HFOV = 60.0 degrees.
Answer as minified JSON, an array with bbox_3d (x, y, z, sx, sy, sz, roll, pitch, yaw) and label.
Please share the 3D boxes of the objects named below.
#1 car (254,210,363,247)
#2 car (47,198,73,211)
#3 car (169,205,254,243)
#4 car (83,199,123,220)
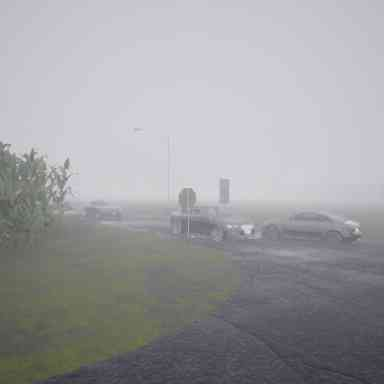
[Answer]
[{"bbox_3d":[5.241,1.513,14.835,4.181,1.385,1.994,0,1,42],"label":"car"},{"bbox_3d":[-14.698,1.332,36.838,1.994,1.385,4.181,0,0,-36],"label":"car"},{"bbox_3d":[0.827,1.420,16.022,2.128,1.511,4.902,0,0,-39],"label":"car"},{"bbox_3d":[-7.243,1.351,26.741,1.837,1.490,4.892,0,0,-37],"label":"car"}]
